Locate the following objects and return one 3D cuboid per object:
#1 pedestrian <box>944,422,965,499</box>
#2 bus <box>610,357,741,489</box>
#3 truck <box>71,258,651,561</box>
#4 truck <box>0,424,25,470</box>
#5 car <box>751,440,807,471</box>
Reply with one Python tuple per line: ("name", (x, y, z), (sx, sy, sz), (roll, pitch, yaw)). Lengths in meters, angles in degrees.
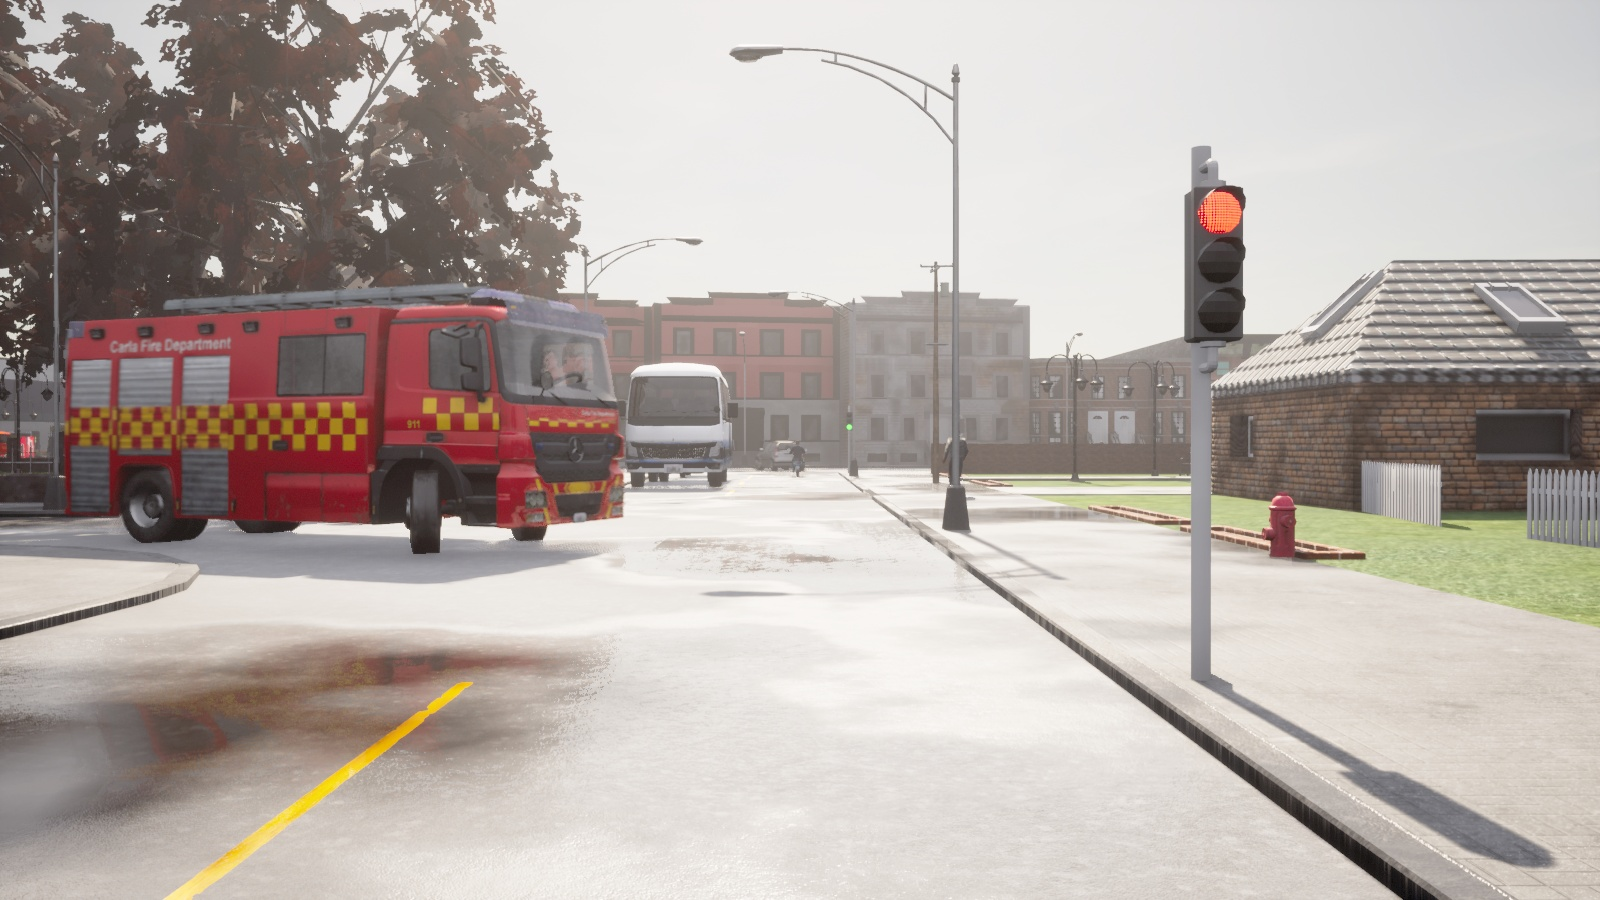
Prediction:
("pedestrian", (3.958, 0.273, 32.199), (0.423, 1.949, 0.788), (0, 0, -1))
("bus", (-4.227, -0.889, 45.382), (3.944, 4.253, 10.273), (0, 0, -1))
("truck", (-6.663, -0.530, 18.828), (8.468, 3.827, 2.891), (0, 0, 23))
("truck", (-45.830, -0.157, 68.737), (5.204, 2.467, 2.627), (-1, 0, 0))
("car", (-1.160, 0.264, 67.239), (1.851, 1.617, 3.988), (0, 0, -18))
